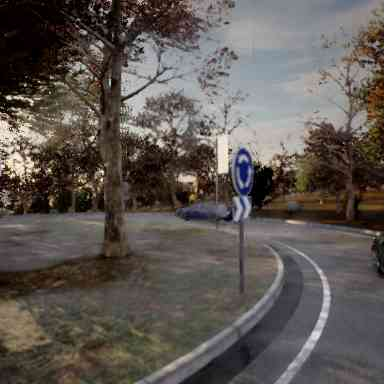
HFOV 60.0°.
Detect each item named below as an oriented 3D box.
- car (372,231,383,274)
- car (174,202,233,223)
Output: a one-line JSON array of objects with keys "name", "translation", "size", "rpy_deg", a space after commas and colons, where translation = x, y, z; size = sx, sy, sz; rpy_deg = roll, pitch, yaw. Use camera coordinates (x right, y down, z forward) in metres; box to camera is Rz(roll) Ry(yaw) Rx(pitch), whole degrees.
[{"name": "car", "translation": [5.491, 1.310, 7.322], "size": [2.097, 1.767, 4.553], "rpy_deg": [0, 0, 19]}, {"name": "car", "translation": [1.075, 1.437, 24.470], "size": [5.357, 1.411, 2.033], "rpy_deg": [1, 1, 45]}]
